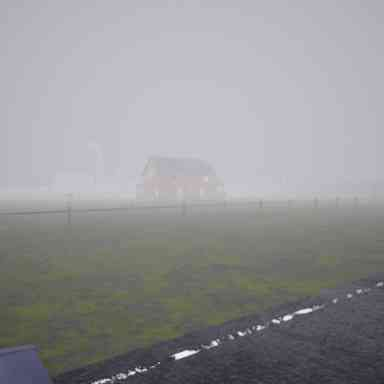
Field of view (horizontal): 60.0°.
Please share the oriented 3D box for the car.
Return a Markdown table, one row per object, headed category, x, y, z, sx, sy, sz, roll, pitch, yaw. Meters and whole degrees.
| category | x | y | z | sx | sy | sz | roll | pitch | yaw |
| --- | --- | --- | --- | --- | --- | --- | --- | --- | --- |
| car | -2.839 | 1.617 | 1.038 | 4.718 | 1.301 | 1.895 | -1 | 0 | -36 |
